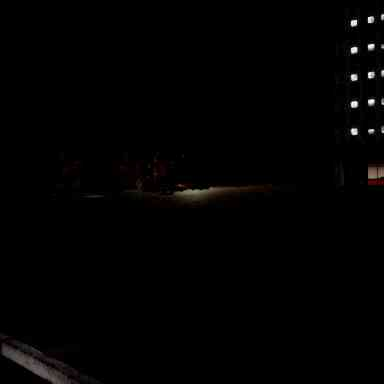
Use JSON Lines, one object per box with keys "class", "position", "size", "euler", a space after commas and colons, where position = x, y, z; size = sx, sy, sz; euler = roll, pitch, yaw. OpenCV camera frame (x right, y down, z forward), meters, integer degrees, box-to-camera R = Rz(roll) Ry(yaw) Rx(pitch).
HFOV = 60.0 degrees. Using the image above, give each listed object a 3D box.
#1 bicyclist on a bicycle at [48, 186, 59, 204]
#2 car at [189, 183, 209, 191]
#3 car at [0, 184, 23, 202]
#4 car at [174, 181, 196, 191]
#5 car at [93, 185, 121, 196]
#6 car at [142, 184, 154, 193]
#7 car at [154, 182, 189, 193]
{"class": "bicyclist on a bicycle", "position": [-12.661, 0.252, 30.264], "size": [1.656, 1.620, 0.582], "euler": [-1, 2, 33]}
{"class": "car", "position": [1.537, -0.965, 62.228], "size": [1.895, 1.301, 4.718], "euler": [0, 2, 29]}
{"class": "car", "position": [-21.556, 0.183, 36.592], "size": [2.150, 2.045, 5.566], "euler": [0, 3, 32]}
{"class": "car", "position": [-1.339, -1.200, 63.743], "size": [2.097, 1.767, 4.553], "euler": [0, 2, 29]}
{"class": "car", "position": [-12.808, -0.256, 50.599], "size": [1.812, 1.442, 4.674], "euler": [0, 3, 31]}
{"class": "car", "position": [-6.020, -0.584, 55.419], "size": [2.033, 1.411, 5.357], "euler": [0, 2, 30]}
{"class": "car", "position": [-3.241, -0.592, 53.731], "size": [2.033, 1.411, 5.357], "euler": [0, 2, 30]}
